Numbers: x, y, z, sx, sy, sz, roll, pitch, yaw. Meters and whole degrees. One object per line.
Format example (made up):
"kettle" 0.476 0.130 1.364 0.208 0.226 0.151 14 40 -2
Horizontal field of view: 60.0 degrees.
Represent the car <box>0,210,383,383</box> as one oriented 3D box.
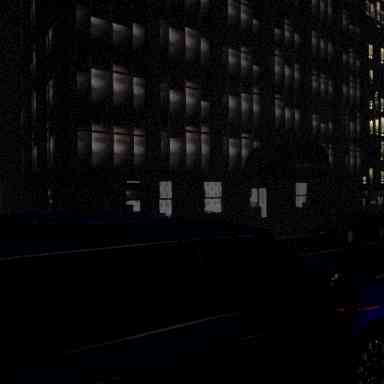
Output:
"car" -0.230 1.220 3.150 5.566 2.045 2.150 0 0 -35
